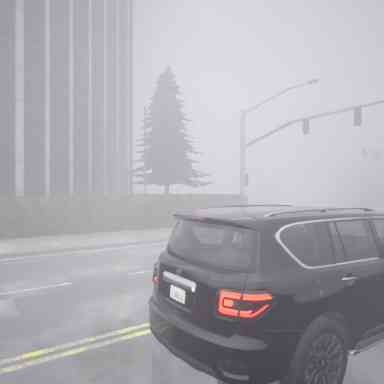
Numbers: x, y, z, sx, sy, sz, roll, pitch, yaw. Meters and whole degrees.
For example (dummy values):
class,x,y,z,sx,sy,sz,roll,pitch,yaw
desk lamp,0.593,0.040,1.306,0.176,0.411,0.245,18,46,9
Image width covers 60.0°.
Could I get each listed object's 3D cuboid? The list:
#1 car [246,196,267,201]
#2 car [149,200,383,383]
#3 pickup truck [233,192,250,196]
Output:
class,x,y,z,sx,sy,sz,roll,pitch,yaw
car,8.744,1.564,42.705,1.994,1.385,4.181,0,0,-36
car,2.047,1.221,5.200,5.566,2.045,2.150,0,0,-35
pickup truck,10.249,1.058,68.801,2.390,2.098,6.274,0,0,-5
